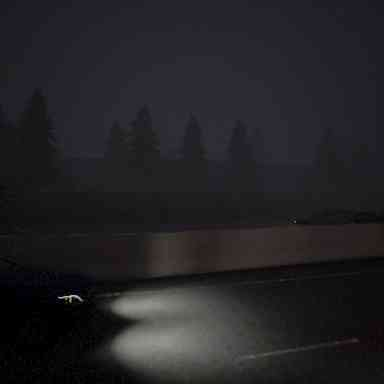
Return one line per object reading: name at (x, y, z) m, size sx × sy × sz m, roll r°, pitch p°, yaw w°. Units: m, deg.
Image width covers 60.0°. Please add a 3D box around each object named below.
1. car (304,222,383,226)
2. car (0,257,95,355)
car at (7.954, 1.671, 16.807) m, size 4.674 × 1.442 × 1.812 m, roll 0°, pitch 0°, yaw -24°
car at (-3.924, 1.573, 5.139) m, size 4.674 × 1.442 × 1.812 m, roll 0°, pitch 0°, yaw -14°
